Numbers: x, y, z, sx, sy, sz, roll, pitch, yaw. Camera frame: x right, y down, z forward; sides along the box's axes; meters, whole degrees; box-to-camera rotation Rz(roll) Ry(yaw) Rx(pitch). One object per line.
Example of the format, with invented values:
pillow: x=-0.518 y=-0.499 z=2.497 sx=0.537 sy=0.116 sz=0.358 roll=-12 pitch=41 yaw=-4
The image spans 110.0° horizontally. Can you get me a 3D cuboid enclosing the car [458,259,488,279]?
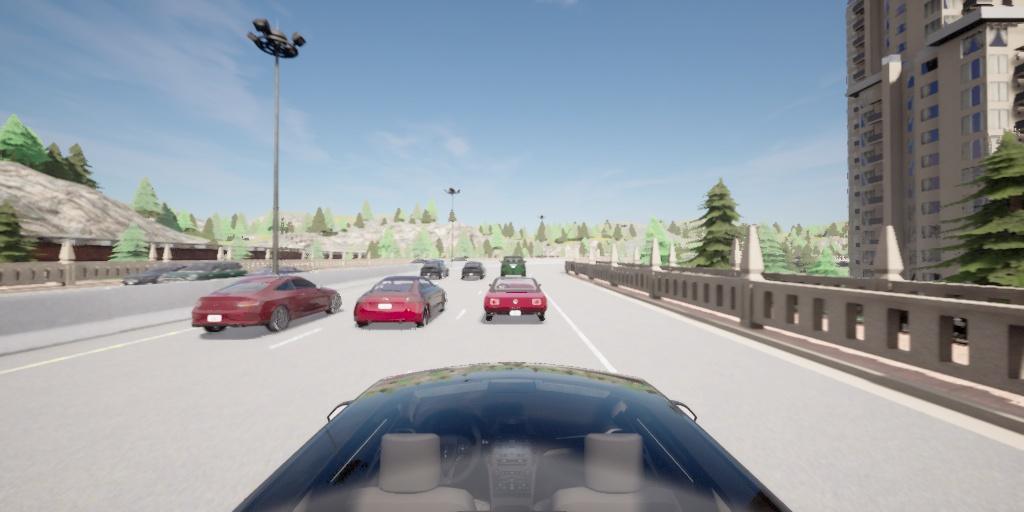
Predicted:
car: x=-3.327 y=1.260 z=32.103 sx=1.837 sy=1.490 sz=4.892 roll=0 pitch=0 yaw=1

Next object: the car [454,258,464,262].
car: x=-9.386 y=1.114 z=61.284 sx=2.097 sy=1.767 sz=4.553 roll=0 pitch=0 yaw=17

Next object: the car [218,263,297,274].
car: x=-14.092 y=1.301 z=21.287 sx=2.033 sy=1.411 sz=5.357 roll=0 pitch=0 yaw=0

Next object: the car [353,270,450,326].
car: x=-3.398 y=1.316 z=11.600 sx=1.994 sy=1.385 sz=4.181 roll=0 pitch=0 yaw=0

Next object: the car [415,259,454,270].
car: x=-6.826 y=1.260 z=32.109 sx=1.837 sy=1.490 sz=4.892 roll=0 pitch=0 yaw=1

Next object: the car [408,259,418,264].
car: x=-16.329 y=1.288 z=62.487 sx=1.837 sy=1.490 sz=4.892 roll=0 pitch=0 yaw=17

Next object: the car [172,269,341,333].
car: x=-6.897 y=1.277 z=10.614 sx=1.812 sy=1.442 sz=4.674 roll=0 pitch=0 yaw=0

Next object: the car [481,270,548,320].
car: x=0.104 y=1.353 z=12.553 sx=1.895 sy=1.301 sz=4.718 roll=0 pitch=0 yaw=0

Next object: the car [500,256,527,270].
car: x=0.147 y=0.977 z=31.574 sx=2.150 sy=2.045 sz=5.566 roll=0 pitch=0 yaw=1

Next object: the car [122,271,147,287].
car: x=-21.072 y=1.258 z=22.259 sx=1.837 sy=1.490 sz=4.892 roll=0 pitch=0 yaw=0

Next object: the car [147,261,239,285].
car: x=-17.576 y=1.105 z=20.680 sx=2.097 sy=1.767 sz=4.553 roll=0 pitch=0 yaw=0
